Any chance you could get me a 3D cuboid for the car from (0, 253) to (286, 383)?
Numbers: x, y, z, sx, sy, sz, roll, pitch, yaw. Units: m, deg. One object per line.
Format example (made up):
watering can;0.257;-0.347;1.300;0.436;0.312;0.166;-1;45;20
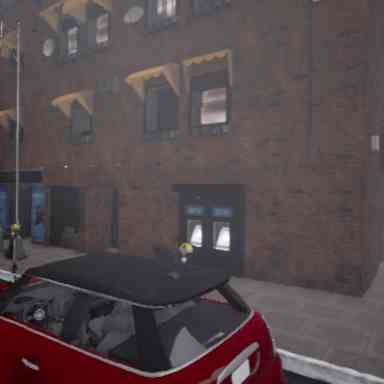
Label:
car;-1.202;1.434;3.710;4.097;1.590;1.967;0;1;36
